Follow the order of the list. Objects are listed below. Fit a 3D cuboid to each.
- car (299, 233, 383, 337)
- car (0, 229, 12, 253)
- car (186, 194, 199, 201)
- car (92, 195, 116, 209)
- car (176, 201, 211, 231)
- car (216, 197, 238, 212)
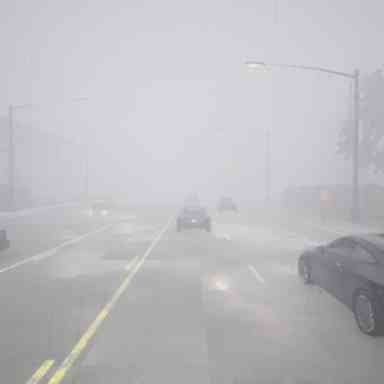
[{"bbox_3d":[3.601,1.526,6.500,1.812,1.442,4.674,0,0,0],"label":"car"},{"bbox_3d":[-7.096,1.545,9.034,2.033,1.411,5.357,0,0,0],"label":"car"},{"bbox_3d":[0.100,0.988,47.855,2.033,1.411,5.357,0,1,0],"label":"car"},{"bbox_3d":[-10.500,1.125,39.754,1.882,1.535,5.008,0,1,0],"label":"car"},{"bbox_3d":[0.101,1.508,20.047,1.994,1.385,4.181,0,1,0],"label":"car"},{"bbox_3d":[3.600,1.274,34.824,2.033,1.411,5.357,0,1,0],"label":"car"}]
